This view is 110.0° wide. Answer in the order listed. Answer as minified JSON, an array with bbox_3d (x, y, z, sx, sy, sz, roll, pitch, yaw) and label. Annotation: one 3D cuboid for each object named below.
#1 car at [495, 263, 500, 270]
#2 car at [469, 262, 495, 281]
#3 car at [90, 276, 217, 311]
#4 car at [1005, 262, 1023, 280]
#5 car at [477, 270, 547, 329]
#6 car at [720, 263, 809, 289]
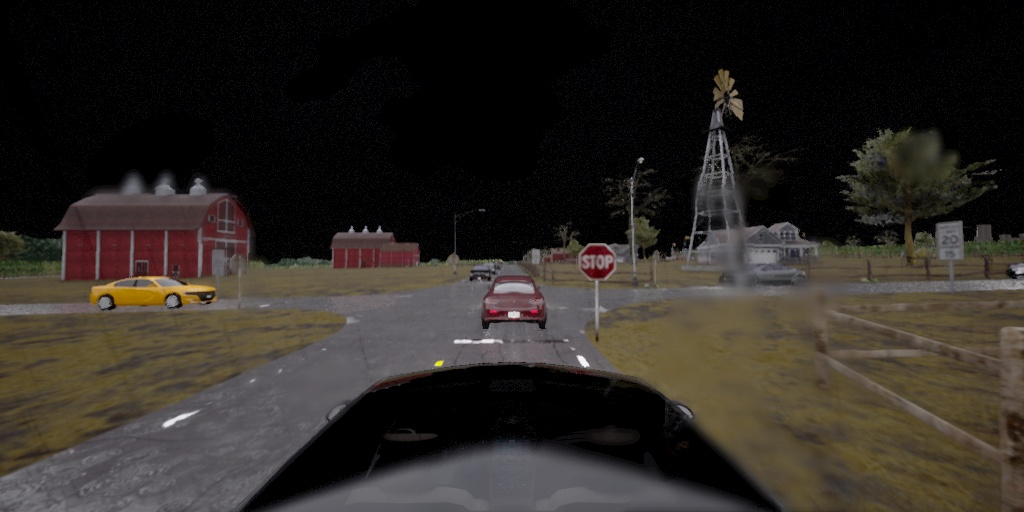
[{"bbox_3d":[-2.866,1.561,44.167,1.837,1.490,4.892,0,0,0],"label":"car"},{"bbox_3d":[-2.829,1.522,32.812,2.033,1.411,5.357,0,0,-2],"label":"car"},{"bbox_3d":[-17.146,1.729,17.327,5.008,1.535,1.882,-1,-2,0],"label":"car"},{"bbox_3d":[31.392,0.622,20.478,4.902,1.511,2.128,-1,-2,0],"label":"car"},{"bbox_3d":[0.064,1.345,11.479,1.812,1.442,4.674,0,0,0],"label":"car"},{"bbox_3d":[14.249,1.115,20.407,4.181,1.385,1.994,-2,-2,0],"label":"car"}]
